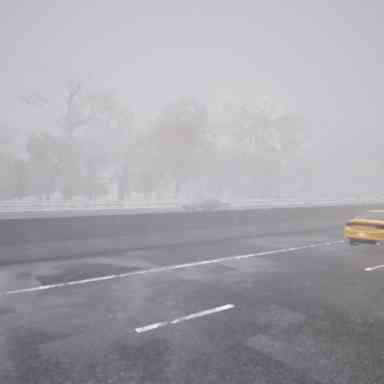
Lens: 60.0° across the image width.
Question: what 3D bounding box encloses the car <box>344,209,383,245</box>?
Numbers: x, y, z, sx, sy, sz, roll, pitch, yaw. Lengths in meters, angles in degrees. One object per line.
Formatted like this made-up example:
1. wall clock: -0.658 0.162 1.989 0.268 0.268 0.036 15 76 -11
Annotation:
1. car: 8.568 1.487 14.281 5.008 1.535 1.882 0 0 -36

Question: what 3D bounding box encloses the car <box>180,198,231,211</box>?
1. car: 1.479 1.358 34.260 5.357 1.411 2.033 0 0 -33
